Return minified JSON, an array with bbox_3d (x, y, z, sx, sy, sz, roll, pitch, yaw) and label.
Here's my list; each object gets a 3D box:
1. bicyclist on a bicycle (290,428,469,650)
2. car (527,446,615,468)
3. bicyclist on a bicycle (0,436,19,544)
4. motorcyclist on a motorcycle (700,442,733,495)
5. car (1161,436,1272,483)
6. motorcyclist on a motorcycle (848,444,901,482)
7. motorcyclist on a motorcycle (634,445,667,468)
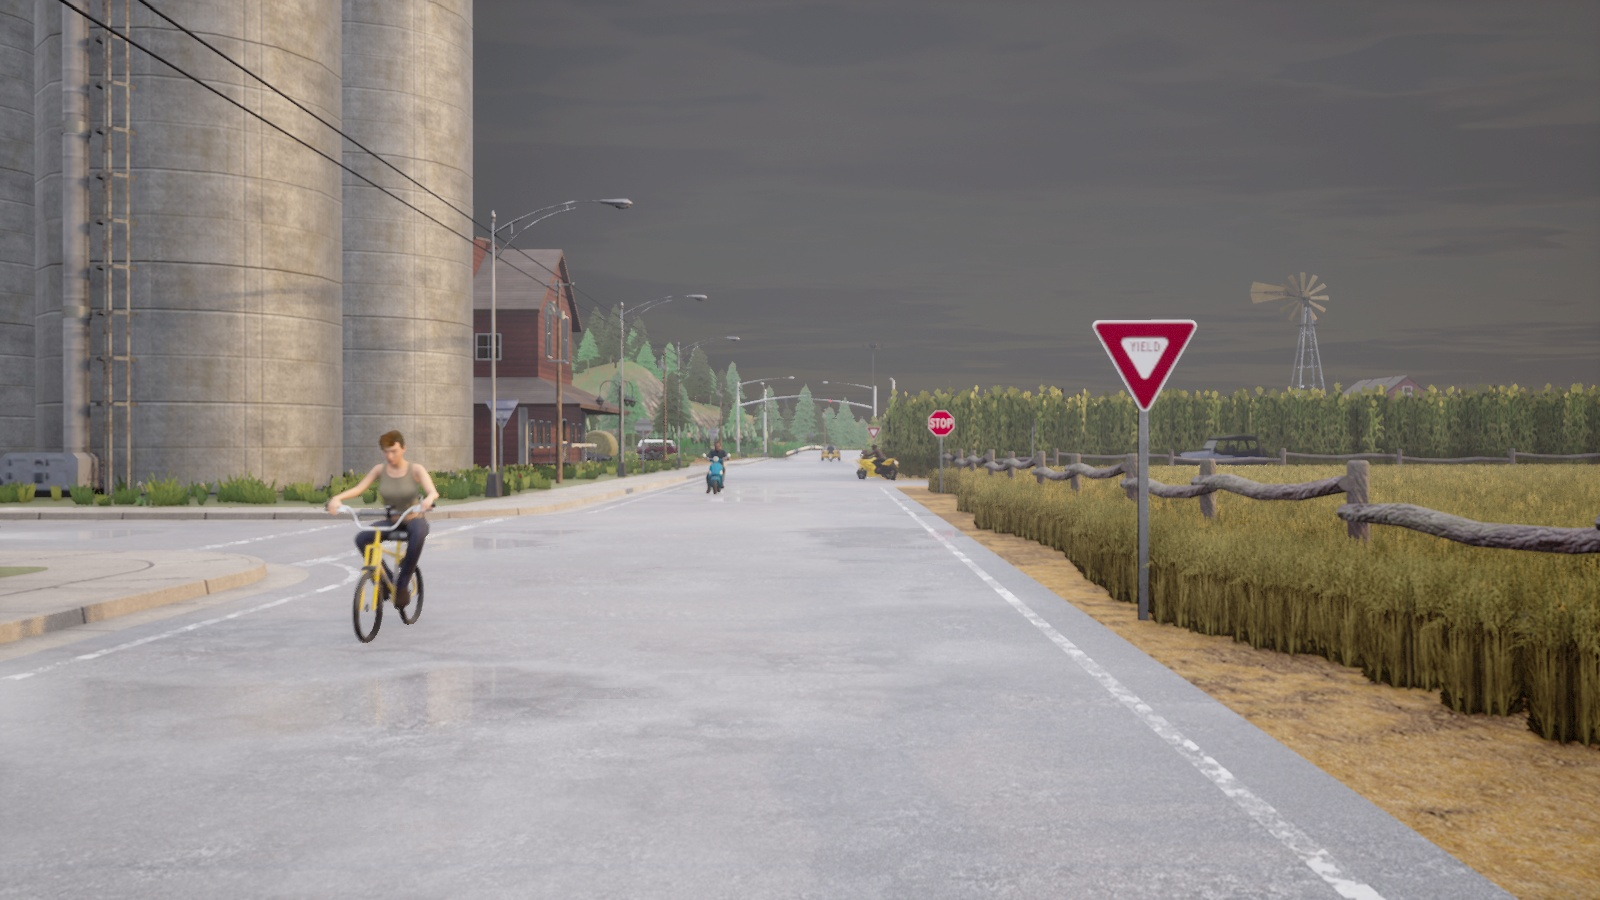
[{"bbox_3d":[-3.255,0.644,9.871,0.866,1.612,1.509,0,0,2],"label":"bicyclist on a bicycle"},{"bbox_3d":[-14.875,0.451,81.757,5.357,1.411,2.033,0,0,1],"label":"car"},{"bbox_3d":[-12.721,0.602,18.797,1.509,1.612,0.866,0,0,0],"label":"bicyclist on a bicycle"},{"bbox_3d":[-2.561,0.555,38.674,0.866,1.590,1.817,0,0,1],"label":"motorcyclist on a motorcycle"},{"bbox_3d":[16.685,0.371,50.451,3.866,1.878,1.905,0,0,2],"label":"car"},{"bbox_3d":[3.094,0.539,52.121,2.044,1.523,0.797,0,-3,36],"label":"motorcyclist on a motorcycle"},{"bbox_3d":[-10.146,0.431,85.145,2.191,1.530,0.866,0,0,-3],"label":"motorcyclist on a motorcycle"}]
